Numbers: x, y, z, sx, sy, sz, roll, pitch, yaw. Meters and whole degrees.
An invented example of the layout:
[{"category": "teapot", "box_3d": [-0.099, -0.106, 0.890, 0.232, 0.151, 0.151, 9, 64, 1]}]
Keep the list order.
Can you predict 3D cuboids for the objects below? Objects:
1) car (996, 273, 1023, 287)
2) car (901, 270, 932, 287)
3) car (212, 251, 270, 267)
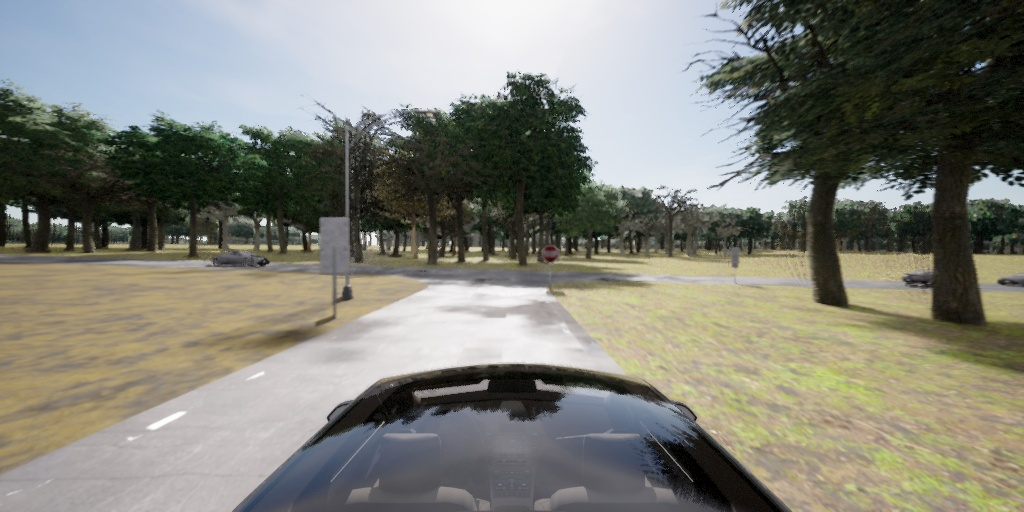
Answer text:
[{"category": "car", "box_3d": [51.945, 2.421, 36.182, 4.181, 1.385, 1.994, 1, 1, -1]}, {"category": "car", "box_3d": [38.377, 2.053, 32.553, 4.902, 1.511, 2.128, 2, 1, -1]}, {"category": "car", "box_3d": [-24.085, 0.256, 31.960, 4.181, 1.385, 1.994, 2, 1, -1]}]
